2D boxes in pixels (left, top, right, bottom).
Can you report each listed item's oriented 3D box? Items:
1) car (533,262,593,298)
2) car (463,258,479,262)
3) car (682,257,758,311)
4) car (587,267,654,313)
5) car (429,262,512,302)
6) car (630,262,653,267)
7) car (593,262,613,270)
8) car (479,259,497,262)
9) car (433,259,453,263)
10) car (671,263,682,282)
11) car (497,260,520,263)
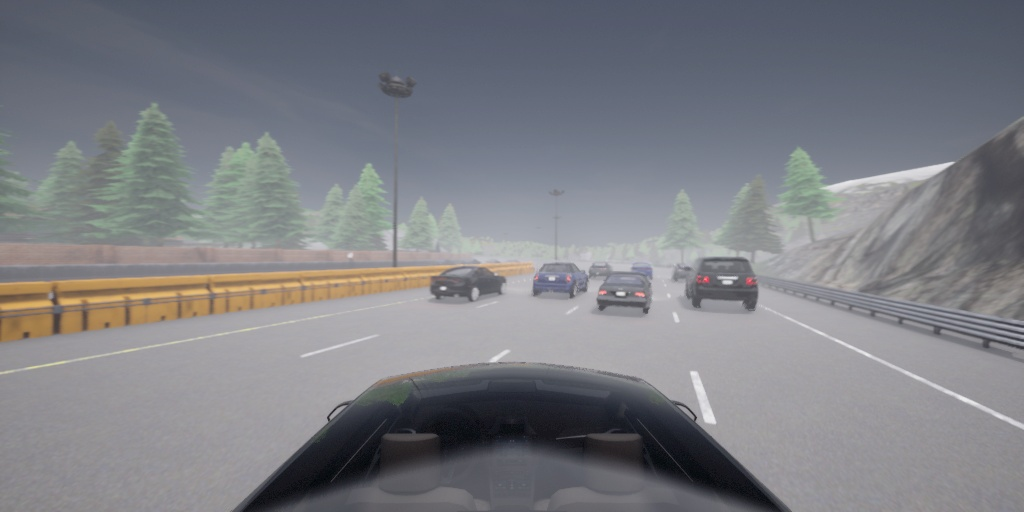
[{"bbox_3d":[2.701,1.119,18.979,2.097,1.767,4.553,1,0,22],"label":"car"},{"bbox_3d":[-6.602,1.125,56.963,1.882,1.535,5.008,1,0,14],"label":"car"},{"bbox_3d":[8.839,1.056,15.490,2.150,2.045,5.566,1,0,22],"label":"car"},{"bbox_3d":[4.651,1.338,14.508,2.033,1.411,5.357,1,0,22],"label":"car"},{"bbox_3d":[-1.884,1.199,17.021,1.882,1.535,5.008,1,0,22],"label":"car"},{"bbox_3d":[12.189,1.335,33.845,1.882,1.535,5.008,1,0,20],"label":"car"},{"bbox_3d":[8.277,1.310,33.337,2.128,1.511,4.902,1,0,20],"label":"car"},{"bbox_3d":[-3.116,1.210,56.538,1.812,1.442,4.674,1,0,14],"label":"car"},{"bbox_3d":[-10.589,1.155,55.305,2.033,1.411,5.357,1,0,15],"label":"car"},{"bbox_3d":[14.777,1.380,30.727,2.128,1.511,4.902,1,0,20],"label":"car"},{"bbox_3d":[-0.087,1.265,54.086,2.033,1.411,5.357,1,0,14],"label":"car"}]
